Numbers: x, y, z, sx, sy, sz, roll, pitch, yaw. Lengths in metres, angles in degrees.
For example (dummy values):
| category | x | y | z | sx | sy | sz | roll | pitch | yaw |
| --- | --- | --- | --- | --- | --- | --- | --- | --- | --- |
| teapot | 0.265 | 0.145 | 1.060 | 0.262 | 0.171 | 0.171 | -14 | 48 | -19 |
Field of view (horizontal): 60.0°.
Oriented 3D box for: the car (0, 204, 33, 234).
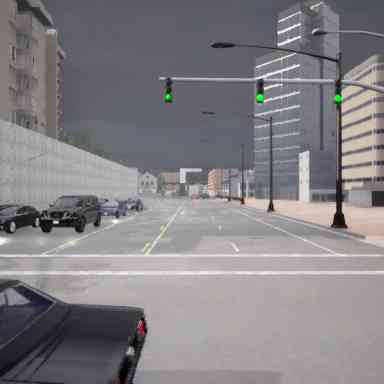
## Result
| category | x | y | z | sx | sy | sz | roll | pitch | yaw |
| --- | --- | --- | --- | --- | --- | --- | --- | --- | --- |
| car | -10.603 | 1.505 | 19.477 | 1.837 | 1.490 | 4.892 | 0 | 0 | 0 |

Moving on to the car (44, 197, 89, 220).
| category | x | y | z | sx | sy | sz | roll | pitch | yaw |
| --- | --- | --- | --- | --- | --- | --- | --- | --- | --- |
| car | -10.605 | 1.352 | 28.545 | 2.097 | 1.767 | 4.553 | 0 | 0 | 0 |

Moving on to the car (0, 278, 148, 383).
| category | x | y | z | sx | sy | sz | roll | pitch | yaw |
| --- | --- | --- | --- | --- | --- | --- | --- | --- | --- |
| car | -2.884 | 1.601 | 3.177 | 4.718 | 1.301 | 1.895 | 0 | 0 | 0 |

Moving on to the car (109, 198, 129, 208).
| category | x | y | z | sx | sy | sz | roll | pitch | yaw |
| --- | --- | --- | --- | --- | --- | --- | --- | --- | --- |
| car | -10.564 | 1.601 | 48.423 | 1.895 | 1.301 | 4.718 | 0 | 0 | 0 |

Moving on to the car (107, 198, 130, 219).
| category | x | y | z | sx | sy | sz | roll | pitch | yaw |
| --- | --- | --- | --- | --- | --- | --- | --- | --- | --- |
| car | -7.104 | 1.526 | 29.748 | 1.812 | 1.442 | 4.674 | 0 | 0 | 0 |

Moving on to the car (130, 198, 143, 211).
| category | x | y | z | sx | sy | sz | roll | pitch | yaw |
| --- | --- | --- | --- | --- | --- | --- | --- | --- | --- |
| car | -7.097 | 1.491 | 40.091 | 2.128 | 1.511 | 4.902 | 0 | 0 | 0 |

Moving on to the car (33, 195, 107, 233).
| category | x | y | z | sx | sy | sz | roll | pitch | yaw |
| --- | --- | --- | --- | --- | --- | --- | --- | --- | --- |
| car | -7.100 | 1.221 | 20.108 | 2.150 | 2.045 | 5.566 | 0 | 0 | 0 |

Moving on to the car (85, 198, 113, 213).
| category | x | y | z | sx | sy | sz | roll | pitch | yaw |
| --- | --- | --- | --- | --- | --- | --- | --- | --- | --- |
| car | -10.600 | 1.505 | 38.363 | 1.837 | 1.490 | 4.892 | 0 | 0 | 0 |
